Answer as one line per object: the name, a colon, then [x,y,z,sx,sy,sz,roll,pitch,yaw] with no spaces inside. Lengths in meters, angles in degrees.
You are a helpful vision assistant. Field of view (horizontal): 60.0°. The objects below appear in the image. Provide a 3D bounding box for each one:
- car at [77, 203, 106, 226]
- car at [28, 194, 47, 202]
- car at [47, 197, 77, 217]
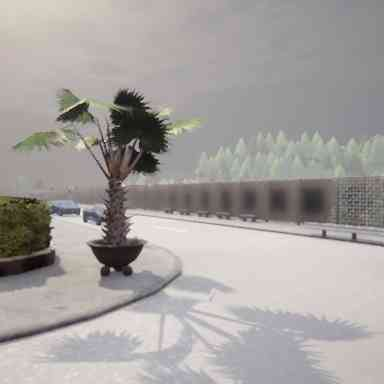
car: [-6.575,1.566,24.286,1.812,1.442,4.674,0,0,-36]
car: [-20.220,1.263,43.600,2.150,2.045,5.566,0,-1,-35]
car: [-12.351,1.517,32.413,1.882,1.535,5.008,0,0,-35]
